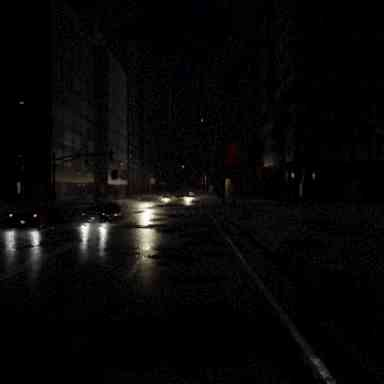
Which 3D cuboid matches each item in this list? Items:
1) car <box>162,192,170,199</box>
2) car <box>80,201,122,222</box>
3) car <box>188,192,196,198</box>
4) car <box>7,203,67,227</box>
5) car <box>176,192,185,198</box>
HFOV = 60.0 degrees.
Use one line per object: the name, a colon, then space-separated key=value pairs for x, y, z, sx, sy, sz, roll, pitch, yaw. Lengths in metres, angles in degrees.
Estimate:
car: x=-6.506 y=0.849 z=83.434 sx=1.882 sy=1.535 sz=5.008 roll=0 pitch=0 yaw=0
car: x=-6.558 y=1.348 z=24.711 sx=2.033 sy=1.411 sz=5.357 roll=0 pitch=0 yaw=0
car: x=-0.008 y=0.854 z=88.406 sx=2.128 sy=1.511 sz=4.902 roll=0 pitch=0 yaw=0
car: x=-9.828 y=1.426 z=21.513 sx=1.895 sy=1.301 sz=4.718 roll=0 pitch=0 yaw=0
car: x=-3.258 y=0.682 z=88.757 sx=2.097 sy=1.767 sz=4.553 roll=0 pitch=0 yaw=0
